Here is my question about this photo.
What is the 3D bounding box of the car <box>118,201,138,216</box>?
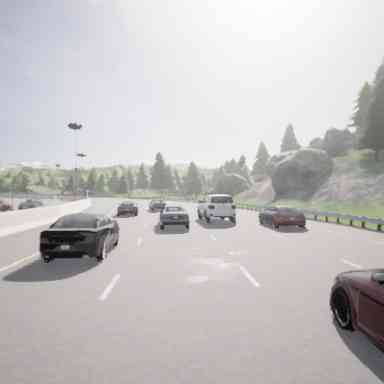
[{"bbox_3d":[-6.369,1.578,33.097,1.994,1.385,4.181,0,0,-10],"label":"car"}]

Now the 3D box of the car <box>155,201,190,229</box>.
[{"bbox_3d":[-1.221,1.551,21.935,2.033,1.411,5.357,0,0,-6],"label":"car"}]

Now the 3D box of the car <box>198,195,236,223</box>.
[{"bbox_3d":[1.832,1.219,25.682,2.150,2.045,5.566,0,0,-7],"label":"car"}]

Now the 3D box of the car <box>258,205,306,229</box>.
[{"bbox_3d":[5.787,1.553,21.807,1.994,1.385,4.181,0,0,-6],"label":"car"}]

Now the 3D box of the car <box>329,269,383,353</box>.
[{"bbox_3d":[3.447,1.557,4.218,1.994,1.385,4.181,0,0,-1],"label":"car"}]

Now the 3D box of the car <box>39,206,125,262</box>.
[{"bbox_3d":[-3.913,1.486,12.324,1.882,1.535,5.008,0,0,-4],"label":"car"}]

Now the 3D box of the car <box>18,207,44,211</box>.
[{"bbox_3d":[-17.804,1.536,37.145,2.128,1.511,4.902,0,0,-11],"label":"car"}]

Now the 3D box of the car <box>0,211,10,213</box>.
[{"bbox_3d":[-21.231,1.577,36.430,1.812,1.442,4.674,0,0,-11],"label":"car"}]

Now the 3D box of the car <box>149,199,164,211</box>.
[{"bbox_3d":[-4.230,1.557,40.879,2.033,1.411,5.357,0,0,-12],"label":"car"}]
